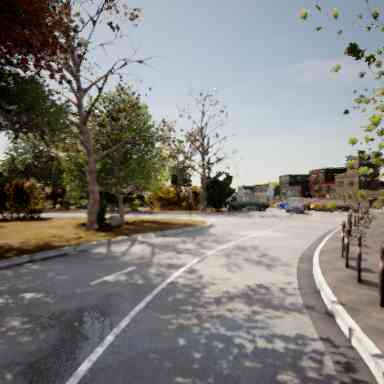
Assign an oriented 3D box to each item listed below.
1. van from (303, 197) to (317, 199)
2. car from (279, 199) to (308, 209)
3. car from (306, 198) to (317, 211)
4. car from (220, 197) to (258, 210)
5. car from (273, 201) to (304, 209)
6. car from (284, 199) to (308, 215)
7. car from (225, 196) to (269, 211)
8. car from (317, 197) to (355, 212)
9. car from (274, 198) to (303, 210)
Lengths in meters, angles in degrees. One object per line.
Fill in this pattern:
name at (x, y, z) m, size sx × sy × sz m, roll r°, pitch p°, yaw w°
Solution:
van at (18.840, 2.034, 57.974) m, size 4.442 × 1.987 × 1.878 m, roll 0°, pitch -2°, yaw -6°
car at (18.587, 2.227, 60.997) m, size 4.553 × 1.767 × 2.185 m, roll 0°, pitch -2°, yaw -6°
car at (19.983, 2.030, 48.932) m, size 5.008 × 1.535 × 2.097 m, roll 0°, pitch -1°, yaw -7°
car at (7.300, 1.782, 52.088) m, size 5.566 × 2.045 × 2.435 m, roll 0°, pitch -1°, yaw -7°
car at (18.476, 2.451, 63.915) m, size 5.366 × 1.575 × 1.946 m, roll 0°, pitch -2°, yaw -6°
car at (12.203, 1.836, 38.750) m, size 1.812 × 1.442 × 4.674 m, roll 1°, pitch -1°, yaw 21°
car at (7.932, 1.661, 46.664) m, size 5.566 × 2.045 × 2.435 m, roll 0°, pitch -1°, yaw -7°
car at (20.309, 1.840, 45.918) m, size 4.553 × 1.767 × 2.185 m, roll 0°, pitch -1°, yaw -7°
car at (15.537, 2.119, 53.788) m, size 1.882 × 1.535 × 5.008 m, roll 0°, pitch -2°, yaw -6°
